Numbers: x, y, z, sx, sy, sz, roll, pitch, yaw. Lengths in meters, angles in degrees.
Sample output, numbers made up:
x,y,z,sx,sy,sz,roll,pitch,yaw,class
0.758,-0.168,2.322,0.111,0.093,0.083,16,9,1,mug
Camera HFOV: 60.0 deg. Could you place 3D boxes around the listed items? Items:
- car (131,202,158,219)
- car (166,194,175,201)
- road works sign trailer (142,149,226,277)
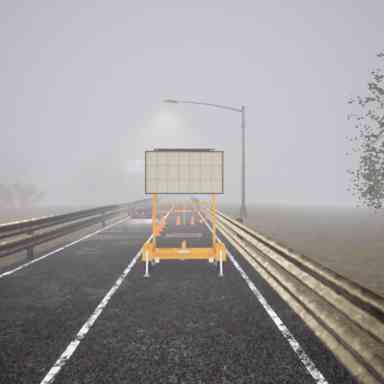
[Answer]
x,y,z,sx,sy,sz,roll,pitch,yaw,class
-4.069,1.575,29.199,1.994,1.385,4.181,0,0,-1,car
-5.282,1.256,82.028,2.150,2.045,5.566,0,0,-1,car
-0.238,0.468,10.300,2.380,3.560,2.880,0,0,-1,road works sign trailer
